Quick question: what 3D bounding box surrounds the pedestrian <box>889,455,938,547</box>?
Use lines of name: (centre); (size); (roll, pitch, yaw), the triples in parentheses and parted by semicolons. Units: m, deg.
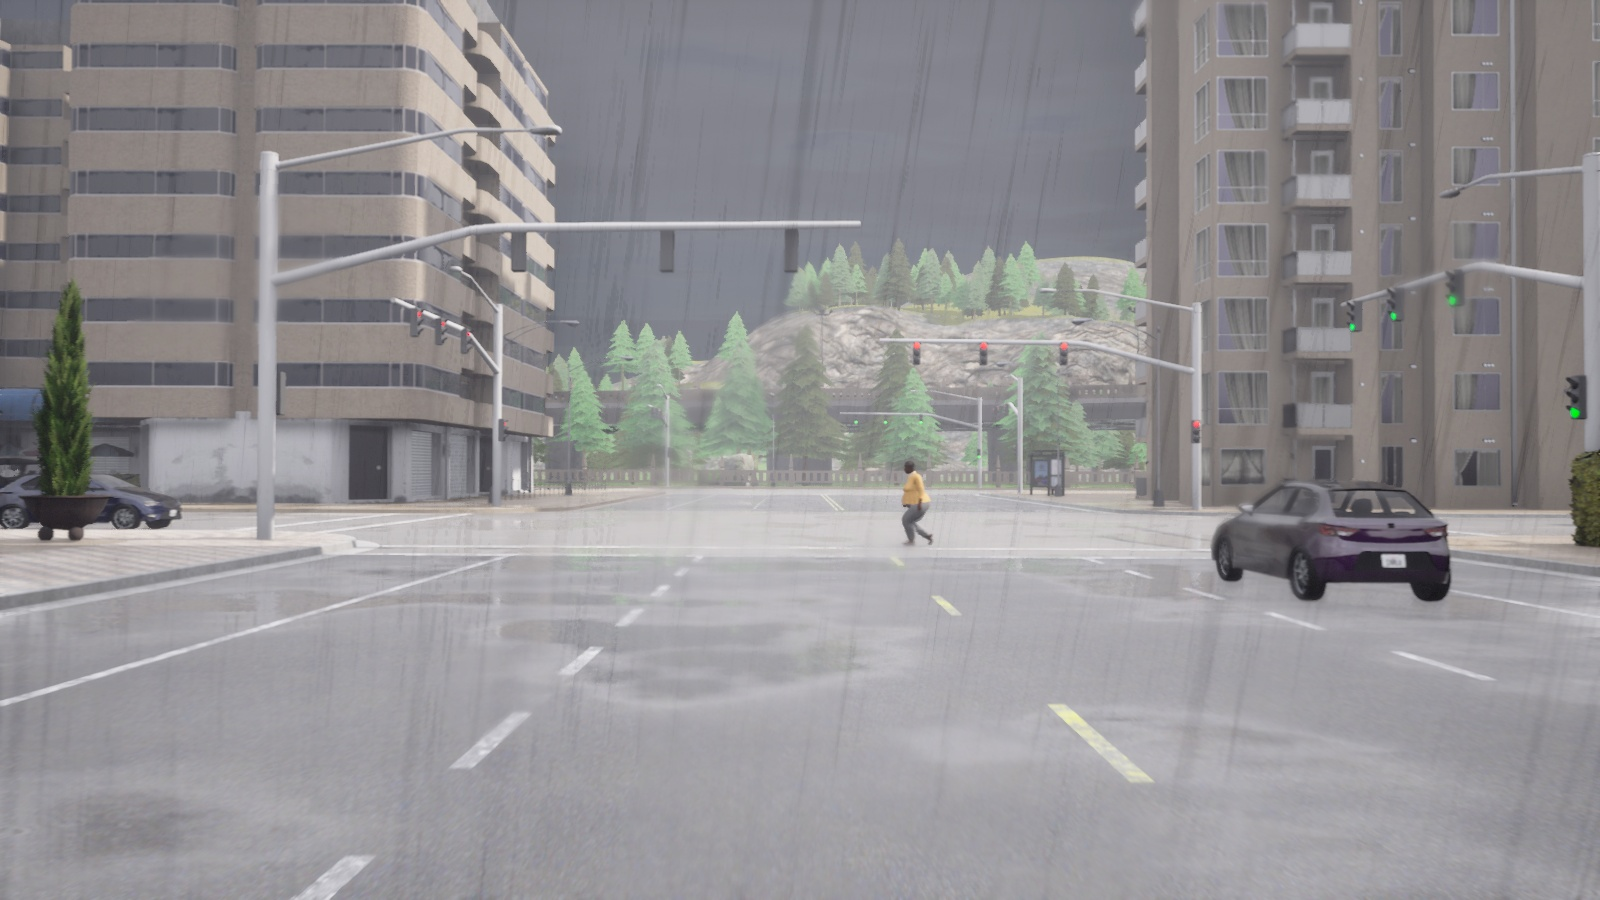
pedestrian: (2.306, 1.031, 25.639); (0.900, 1.855, 0.874); (0, -1, 0)

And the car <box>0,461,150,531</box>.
car: (-20.665, 1.284, 35.225); (3.866, 1.878, 1.905); (-1, -1, 0)

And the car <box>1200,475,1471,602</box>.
car: (6.961, 1.083, 16.859); (1.816, 1.474, 4.193); (0, -1, 0)

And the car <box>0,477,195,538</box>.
car: (-17.802, 1.430, 31.700); (4.193, 1.474, 1.816); (0, -1, 0)
